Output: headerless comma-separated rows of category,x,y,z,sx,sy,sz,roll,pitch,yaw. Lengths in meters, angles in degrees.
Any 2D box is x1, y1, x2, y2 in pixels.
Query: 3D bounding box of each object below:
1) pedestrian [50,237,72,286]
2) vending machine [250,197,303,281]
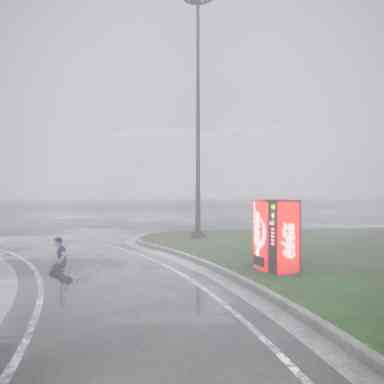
pedestrian,-3.077,1.574,7.853,0.375,1.300,0.375,0,0,-25
vending machine,2.272,1.195,8.999,1.100,2.100,0.880,0,0,-21
